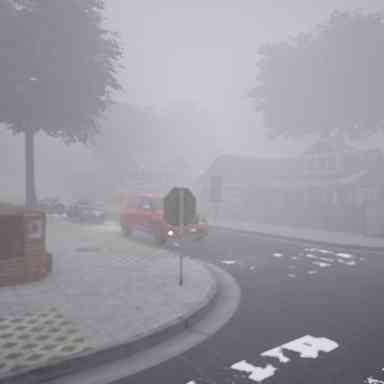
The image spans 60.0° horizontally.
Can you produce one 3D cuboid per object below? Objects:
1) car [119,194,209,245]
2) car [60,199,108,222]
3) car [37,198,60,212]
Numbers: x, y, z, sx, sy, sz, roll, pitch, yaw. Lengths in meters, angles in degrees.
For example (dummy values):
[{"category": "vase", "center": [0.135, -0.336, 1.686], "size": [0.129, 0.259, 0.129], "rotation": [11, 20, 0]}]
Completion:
[{"category": "car", "center": [-1.509, 1.129, 15.511], "size": [2.150, 2.045, 5.566], "rotation": [1, 0, -35]}, {"category": "car", "center": [-7.708, 1.275, 24.246], "size": [2.128, 1.511, 4.902], "rotation": [1, 0, -35]}, {"category": "car", "center": [-14.039, 1.255, 33.142], "size": [1.895, 1.301, 4.718], "rotation": [1, 0, -35]}]
